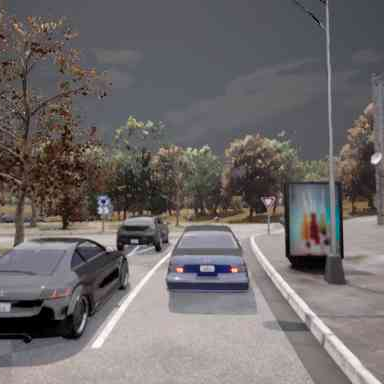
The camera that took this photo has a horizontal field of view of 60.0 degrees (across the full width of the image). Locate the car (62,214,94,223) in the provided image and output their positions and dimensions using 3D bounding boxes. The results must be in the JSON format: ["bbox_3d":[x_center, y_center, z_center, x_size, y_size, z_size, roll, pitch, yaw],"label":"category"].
[{"bbox_3d":[-18.880,4.385,55.237,5.008,1.535,1.882,0,-4,-13],"label":"car"}]

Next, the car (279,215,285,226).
[{"bbox_3d":[12.385,3.203,39.124,4.902,1.511,2.128,1,-4,-35],"label":"car"}]

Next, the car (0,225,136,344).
[{"bbox_3d":[-2.599,1.589,6.608,1.994,1.385,4.181,0,-1,2],"label":"car"}]

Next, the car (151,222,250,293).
[{"bbox_3d":[0.435,1.607,9.004,2.033,1.411,5.357,0,-1,3],"label":"car"}]

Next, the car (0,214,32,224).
[{"bbox_3d":[-27.123,4.052,49.697,2.128,1.511,4.902,-4,-5,43],"label":"car"}]

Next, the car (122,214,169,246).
[{"bbox_3d":[-2.161,1.809,15.529,1.837,1.490,4.892,0,-3,2],"label":"car"}]

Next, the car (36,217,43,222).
[{"bbox_3d":[-27.271,4.403,54.152,5.357,1.411,2.033,3,-5,-39],"label":"car"}]
